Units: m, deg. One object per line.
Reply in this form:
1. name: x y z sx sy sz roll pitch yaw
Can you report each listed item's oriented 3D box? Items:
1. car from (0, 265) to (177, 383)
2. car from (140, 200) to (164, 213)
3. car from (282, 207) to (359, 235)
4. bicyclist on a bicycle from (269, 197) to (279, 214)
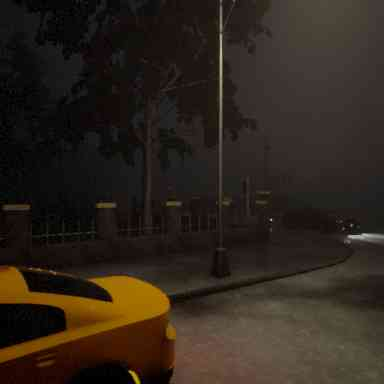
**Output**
1. car: -2.511 1.478 2.734 5.008 1.535 1.882 0 0 -35
2. car: -3.939 1.563 34.808 1.994 1.385 4.181 0 0 -35
3. car: 7.240 1.563 19.097 1.994 1.385 4.181 0 0 -35
4. bicyclist on a bicycle: 7.994 1.348 32.513 1.656 1.620 0.582 0 0 -36
